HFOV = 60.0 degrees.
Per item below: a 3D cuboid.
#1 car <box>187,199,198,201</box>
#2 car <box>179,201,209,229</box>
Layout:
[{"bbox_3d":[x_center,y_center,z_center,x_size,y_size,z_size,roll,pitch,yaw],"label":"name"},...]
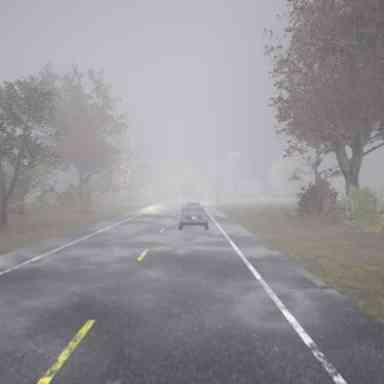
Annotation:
[{"bbox_3d":[0.111,1.550,40.602,1.812,1.442,4.674,0,0,0],"label":"car"},{"bbox_3d":[0.105,1.545,21.515,2.033,1.411,5.357,0,0,0],"label":"car"}]
